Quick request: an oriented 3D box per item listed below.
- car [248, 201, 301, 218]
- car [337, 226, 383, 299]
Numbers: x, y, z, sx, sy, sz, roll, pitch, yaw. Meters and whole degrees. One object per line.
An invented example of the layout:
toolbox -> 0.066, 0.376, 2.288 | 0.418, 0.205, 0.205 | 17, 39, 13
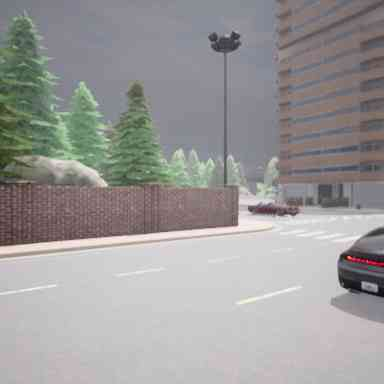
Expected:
car -> 7.323, 1.519, 29.914 | 1.895, 1.301, 4.718 | 0, 0, -35
car -> 5.249, 1.495, 7.514 | 4.892, 1.490, 1.837 | 0, 0, -35
